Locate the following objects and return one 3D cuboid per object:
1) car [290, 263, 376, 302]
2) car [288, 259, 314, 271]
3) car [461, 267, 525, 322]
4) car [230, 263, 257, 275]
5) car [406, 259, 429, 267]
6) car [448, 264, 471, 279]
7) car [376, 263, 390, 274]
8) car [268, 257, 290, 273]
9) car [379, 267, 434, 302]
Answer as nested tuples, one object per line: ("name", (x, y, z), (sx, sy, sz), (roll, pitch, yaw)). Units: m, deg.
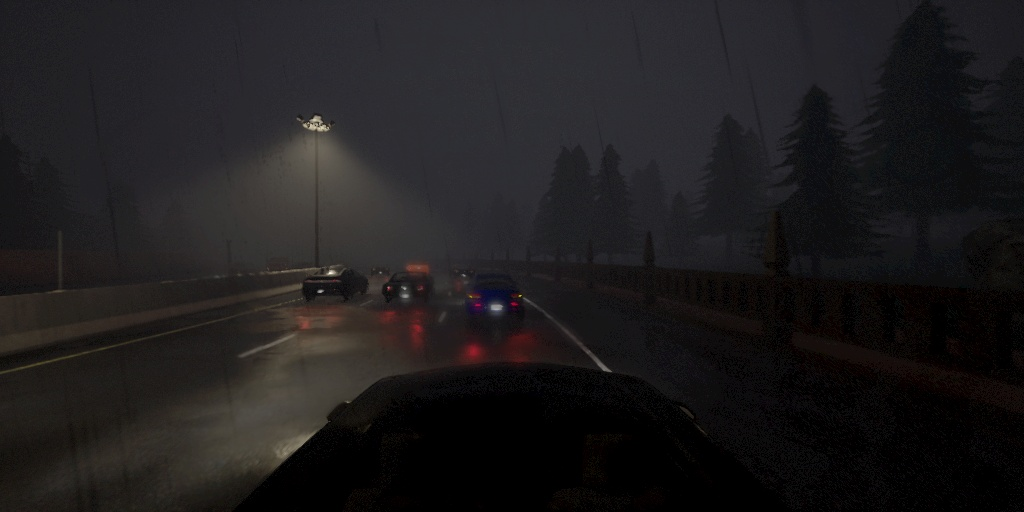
("car", (-8.391, 1.273, 17.400), (2.128, 1.511, 4.902), (0, 0, -9))
("car", (-21.365, 1.334, 37.091), (1.837, 1.490, 4.892), (0, 0, -22))
("car", (-0.684, 1.277, 12.332), (1.812, 1.442, 4.674), (0, 0, -6))
("car", (-30.943, 1.467, 41.319), (1.895, 1.301, 4.718), (0, 0, -27))
("car", (-9.211, 1.135, 35.017), (2.097, 1.767, 4.553), (0, 0, -18))
("car", (-4.642, 1.366, 32.332), (1.895, 1.301, 4.718), (0, 0, -17))
("car", (-14.262, 1.403, 38.764), (1.895, 1.301, 4.718), (0, 0, -21))
("car", (-28.312, 1.081, 43.821), (2.150, 2.045, 5.566), (0, 0, -27))
("car", (-4.756, 1.368, 17.072), (1.895, 1.301, 4.718), (0, 0, -9))
